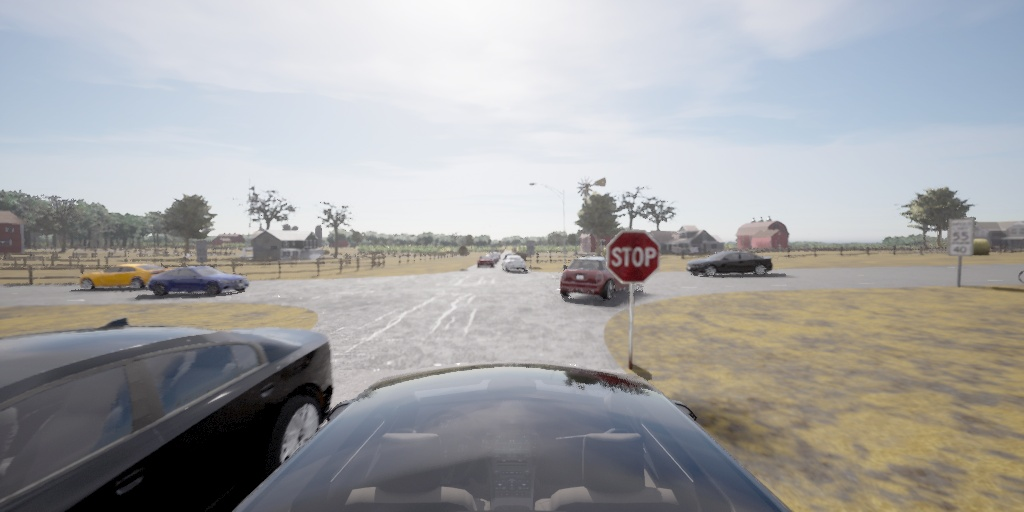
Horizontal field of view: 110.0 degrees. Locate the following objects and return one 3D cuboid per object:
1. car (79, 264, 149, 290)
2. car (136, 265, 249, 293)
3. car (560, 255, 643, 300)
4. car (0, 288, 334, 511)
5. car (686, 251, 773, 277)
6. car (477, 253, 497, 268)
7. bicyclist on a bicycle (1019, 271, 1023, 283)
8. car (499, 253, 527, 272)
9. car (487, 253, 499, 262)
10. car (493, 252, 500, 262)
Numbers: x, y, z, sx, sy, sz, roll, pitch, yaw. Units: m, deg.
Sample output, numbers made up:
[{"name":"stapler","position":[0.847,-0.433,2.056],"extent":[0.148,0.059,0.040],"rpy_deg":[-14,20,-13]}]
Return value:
[{"name":"car","position":[-24.414,1.259,22.857],"extent":[5.008,1.535,1.882],"rpy_deg":[-1,2,0]},{"name":"car","position":[-16.621,1.296,19.057],"extent":[4.674,1.442,1.812],"rpy_deg":[-1,2,3]},{"name":"car","position":[4.051,0.796,15.856],"extent":[2.097,1.767,4.553],"rpy_deg":[1,3,39]},{"name":"car","position":[-2.813,1.227,1.746],"extent":[1.882,1.535,5.008],"rpy_deg":[0,1,0]},{"name":"car","position":[13.813,0.450,22.912],"extent":[5.008,1.535,1.882],"rpy_deg":[-1,2,0]},{"name":"car","position":[-3.033,0.630,41.803],"extent":[1.895,1.301,4.718],"rpy_deg":[0,1,-1]},{"name":"bicyclist on a bicycle","position":[22.840,0.497,15.336],"extent":[0.582,1.620,1.656],"rpy_deg":[-1,1,0]},{"name":"car","position":[0.173,0.686,34.203],"extent":[1.812,1.442,4.674],"rpy_deg":[-1,1,-8]},{"name":"car","position":[-3.124,0.232,60.906],"extent":[1.812,1.442,4.674],"rpy_deg":[0,1,0]},{"name":"car","position":[-3.111,0.435,50.987],"extent":[1.994,1.385,4.181],"rpy_deg":[0,1,-1]}]
